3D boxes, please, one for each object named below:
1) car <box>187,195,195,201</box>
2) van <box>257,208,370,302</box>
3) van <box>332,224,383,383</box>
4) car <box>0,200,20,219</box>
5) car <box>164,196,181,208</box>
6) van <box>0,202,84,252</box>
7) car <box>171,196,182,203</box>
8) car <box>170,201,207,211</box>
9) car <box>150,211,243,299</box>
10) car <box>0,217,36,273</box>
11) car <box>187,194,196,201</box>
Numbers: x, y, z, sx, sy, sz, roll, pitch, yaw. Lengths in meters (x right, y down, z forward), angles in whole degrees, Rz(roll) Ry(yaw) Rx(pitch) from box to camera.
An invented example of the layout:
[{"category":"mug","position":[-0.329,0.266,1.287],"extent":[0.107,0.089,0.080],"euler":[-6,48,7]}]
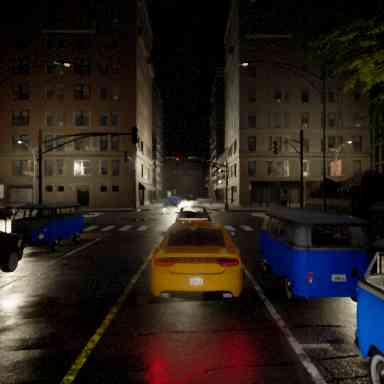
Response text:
[{"category":"car","position":[-0.313,1.584,89.208],"extent":[1.895,1.301,4.718],"euler":[0,0,-1]},{"category":"van","position":[2.705,1.340,7.952],"extent":[1.690,1.788,3.998],"euler":[0,0,0]},{"category":"van","position":[2.680,1.341,2.295],"extent":[1.690,1.788,3.998],"euler":[0,0,0]},{"category":"car","position":[-17.901,1.487,28.845],"extent":[4.902,1.511,2.128],"euler":[0,0,-1]},{"category":"car","position":[-3.050,1.463,48.917],"extent":[1.882,1.535,5.008],"euler":[0,0,0]},{"category":"van","position":[-5.796,1.338,13.640],"extent":[1.690,1.788,3.998],"euler":[0,0,0]},{"category":"car","position":[-3.141,1.523,69.690],"extent":[2.033,1.411,5.357],"euler":[0,0,-1]},{"category":"car","position":[0.075,1.486,17.959],"extent":[2.128,1.511,4.902],"euler":[0,0,0]},{"category":"car","position":[0.114,1.477,8.540],"extent":[1.882,1.535,5.008],"euler":[0,0,1]},{"category":"car","position":[-5.822,1.544,7.980],"extent":[1.887,1.381,4.507],"euler":[0,0,0]},{"category":"car","position":[-0.226,1.340,79.427],"extent":[2.097,1.767,4.553],"euler":[0,0,-1]}]
